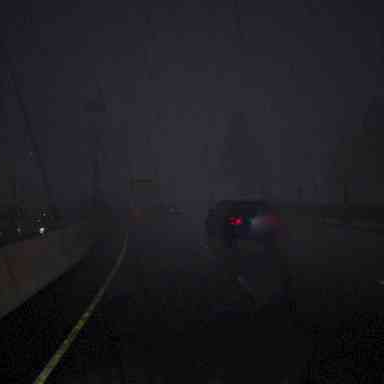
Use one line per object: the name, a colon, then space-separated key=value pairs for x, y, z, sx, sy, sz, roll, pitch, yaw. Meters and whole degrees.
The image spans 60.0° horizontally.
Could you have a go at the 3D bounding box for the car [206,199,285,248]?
car: x=2.148 y=1.366 z=15.909 sx=2.150 sy=2.045 sz=5.566 roll=0 pitch=-1 yaw=-9

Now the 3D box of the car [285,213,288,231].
car: x=4.479 y=1.546 z=22.056 sx=2.097 sy=1.767 sz=4.553 roll=0 pitch=-1 yaw=-12

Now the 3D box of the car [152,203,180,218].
car: x=-2.808 y=1.894 z=35.113 sx=2.033 sy=1.411 sz=5.357 roll=0 pitch=-1 yaw=-20

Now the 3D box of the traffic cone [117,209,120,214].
traffic cone: x=-8.950 y=2.377 z=40.520 sx=0.340 sy=0.580 sz=0.340 roll=0 pitch=-1 yaw=-19

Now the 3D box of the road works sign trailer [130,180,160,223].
road works sign trailer: x=-4.155 y=0.753 z=28.442 sx=2.380 sy=3.560 sz=2.880 roll=0 pitch=-1 yaw=-19
